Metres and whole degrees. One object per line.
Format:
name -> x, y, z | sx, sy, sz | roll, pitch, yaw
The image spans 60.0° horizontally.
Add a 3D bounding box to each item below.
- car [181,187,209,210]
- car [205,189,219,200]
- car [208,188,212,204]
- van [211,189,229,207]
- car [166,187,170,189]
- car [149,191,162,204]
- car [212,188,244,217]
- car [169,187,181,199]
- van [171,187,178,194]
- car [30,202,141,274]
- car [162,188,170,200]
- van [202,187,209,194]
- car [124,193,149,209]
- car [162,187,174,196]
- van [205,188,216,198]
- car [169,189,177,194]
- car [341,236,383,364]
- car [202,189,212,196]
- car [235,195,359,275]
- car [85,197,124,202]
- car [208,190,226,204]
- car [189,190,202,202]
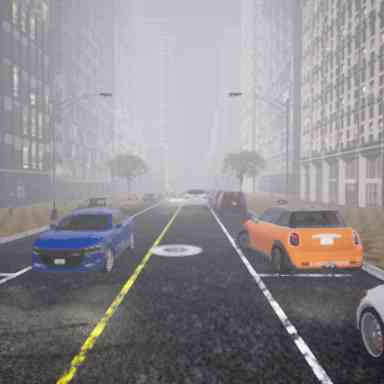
car -> 0.375, 0.591, 31.928 | 2.150, 2.045, 5.566 | 0, 1, 1
car -> 3.171, 0.385, 53.369 | 1.967, 1.590, 4.097 | -1, 1, 1
car -> 2.961, 0.710, 30.638 | 2.192, 1.841, 5.009 | -1, 1, 1
van -> 3.014, 0.623, 36.320 | 1.690, 1.788, 3.998 | -1, 1, 1
car -> -5.103, 0.156, 64.811 | 1.967, 1.590, 4.097 | 0, 1, 1
car -> -5.312, 0.733, 42.084 | 1.947, 1.339, 4.313 | -1, 1, 1
car -> 2.909, 0.822, 24.955 | 2.192, 1.841, 5.009 | -1, 1, 1
car -> -2.471, 0.345, 57.997 | 2.128, 1.511, 4.902 | 0, 1, 1
van -> -4.842, -0.510, 93.221 | 1.690, 1.788, 3.998 | 0, 1, 1
car -> -3.009, 1.275, 10.118 | 1.882, 1.535, 5.008 | 0, 1, 1
car -> -5.207, 0.492, 53.448 | 2.008, 1.369, 4.403 | 0, 1, 1
van -> 3.485, -0.393, 87.461 | 1.690, 1.788, 3.998 | 0, 1, 1
car -> -5.418, 0.920, 30.549 | 1.752, 1.417, 4.829 | -1, 1, 1
car -> -5.052, -0.082, 70.490 | 2.192, 1.841, 5.009 | 0, 1, 1
van -> 3.223, 0.173, 59.049 | 1.690, 1.788, 3.998 | -1, 1, 1
car -> -4.893, -0.155, 87.544 | 1.802, 1.307, 4.206 | 0, 1, 1
car -> 3.172, 1.470, 2.690 | 1.812, 1.442, 4.674 | 0, 1, 1
car -> 3.382, 0.044, 76.100 | 2.008, 1.369, 4.403 | -1, 1, 1
car -> 2.981, 1.151, 10.071 | 2.097, 1.767, 4.553 | 0, 1, -7
car -> -5.522, 1.055, 19.352 | 1.967, 1.590, 4.097 | -1, 1, 1
car -> 3.067, 0.610, 42.004 | 1.967, 1.590, 4.097 | -1, 1, 1
car -> 0.516, 0.536, 47.602 | 1.882, 1.535, 5.008 | 0, 1, 1
